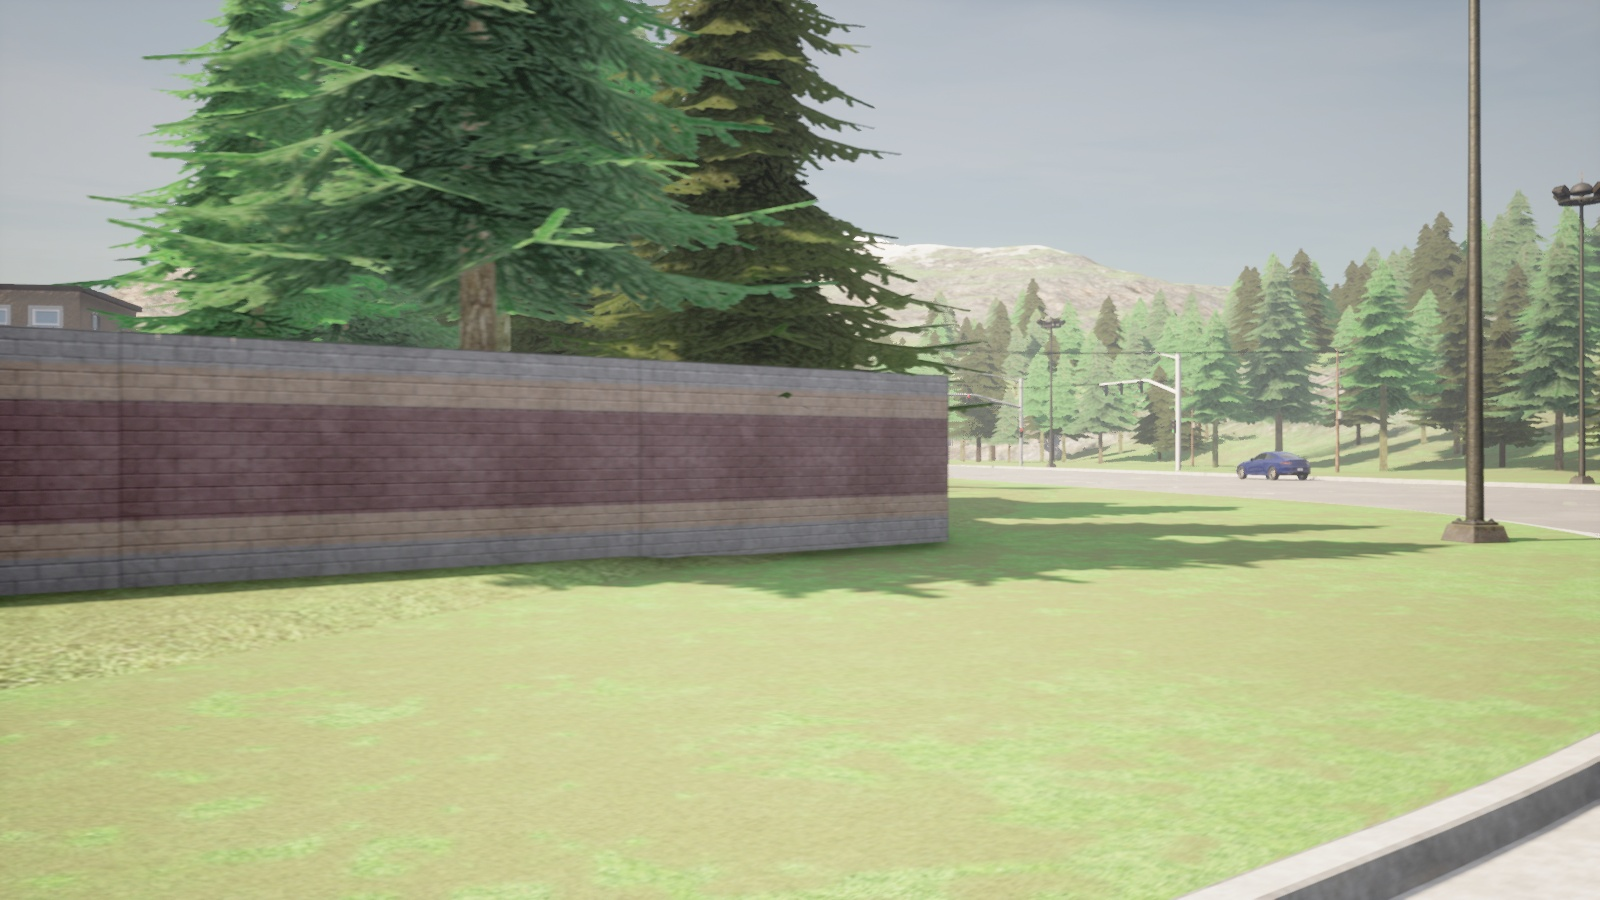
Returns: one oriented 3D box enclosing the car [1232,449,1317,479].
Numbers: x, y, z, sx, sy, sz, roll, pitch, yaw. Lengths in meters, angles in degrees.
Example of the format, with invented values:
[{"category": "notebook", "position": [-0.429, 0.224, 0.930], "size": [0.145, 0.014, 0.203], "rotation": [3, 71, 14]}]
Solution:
[{"category": "car", "position": [24.051, 0.689, 63.808], "size": [1.812, 1.442, 4.674], "rotation": [0, 0, -12]}]
